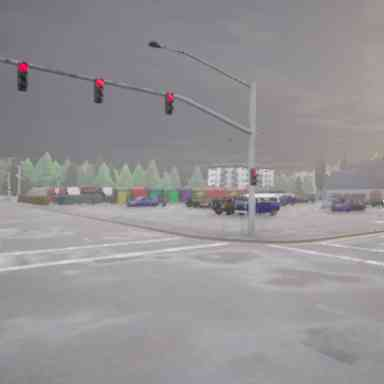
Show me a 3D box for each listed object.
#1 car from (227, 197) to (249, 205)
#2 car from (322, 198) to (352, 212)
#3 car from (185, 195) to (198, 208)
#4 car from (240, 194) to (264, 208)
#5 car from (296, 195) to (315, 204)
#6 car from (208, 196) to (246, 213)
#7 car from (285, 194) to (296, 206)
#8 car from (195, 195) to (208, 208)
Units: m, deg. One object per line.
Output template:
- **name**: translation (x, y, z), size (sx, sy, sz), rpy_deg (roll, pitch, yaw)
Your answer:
- **car**: translation (8.697, 1.600, 62.966), size (3.905, 1.438, 1.784), rpy_deg (0, 0, -35)
- **car**: translation (20.177, 1.630, 46.841), size (3.806, 1.475, 1.970), rpy_deg (0, 0, -35)
- **car**: translation (1.255, 1.319, 47.323), size (4.605, 1.855, 1.932), rpy_deg (0, 0, -35)
- **car**: translation (10.323, 1.389, 60.568), size (4.605, 1.855, 1.932), rpy_deg (0, 0, -35)
- **car**: translation (24.596, 1.473, 70.727), size (3.866, 1.878, 1.905), rpy_deg (0, 0, -35)
- **car**: translation (4.524, 1.561, 42.802), size (3.806, 1.475, 1.970), rpy_deg (0, 0, -35)
- **car**: translation (22.928, 1.713, 73.093), size (3.806, 1.475, 1.970), rpy_deg (0, 0, -35)
- **car**: translation (2.849, 1.529, 45.163), size (3.905, 1.438, 1.784), rpy_deg (0, 0, -35)
